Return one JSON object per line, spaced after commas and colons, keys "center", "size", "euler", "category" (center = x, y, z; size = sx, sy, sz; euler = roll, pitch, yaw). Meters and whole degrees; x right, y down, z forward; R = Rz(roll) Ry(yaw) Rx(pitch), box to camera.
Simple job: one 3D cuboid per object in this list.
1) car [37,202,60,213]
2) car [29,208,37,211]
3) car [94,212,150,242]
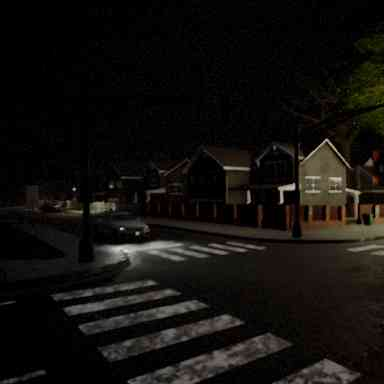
{"center": [-20.396, 2.249, 47.940], "size": [2.128, 1.511, 4.902], "euler": [0, -1, -34], "category": "car"}
{"center": [-26.953, 2.422, 57.584], "size": [2.128, 1.511, 4.902], "euler": [0, -1, -34], "category": "car"}
{"center": [-4.077, 1.847, 18.715], "size": [1.812, 1.442, 4.674], "euler": [0, -1, -35], "category": "car"}
